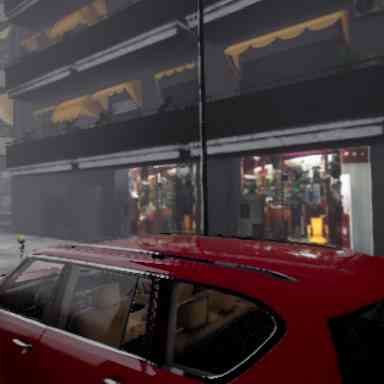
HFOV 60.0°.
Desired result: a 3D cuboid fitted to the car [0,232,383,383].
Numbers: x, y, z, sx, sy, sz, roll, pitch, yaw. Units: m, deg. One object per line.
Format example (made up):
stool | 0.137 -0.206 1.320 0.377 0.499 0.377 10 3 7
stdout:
car | -0.603 1.324 3.139 5.009 1.841 2.192 0 -1 36
